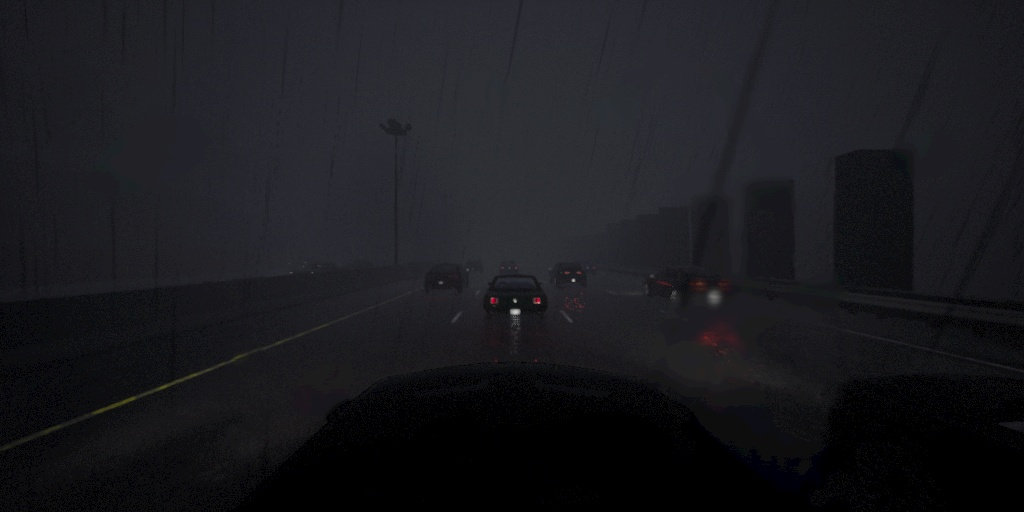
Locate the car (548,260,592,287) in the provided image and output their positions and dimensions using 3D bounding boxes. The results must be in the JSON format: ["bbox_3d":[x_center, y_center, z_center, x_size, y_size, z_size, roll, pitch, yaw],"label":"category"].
[{"bbox_3d":[3.477,1.133,22.962,1.837,1.490,4.892,0,0,-1],"label":"car"}]

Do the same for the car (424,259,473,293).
[{"bbox_3d":[-3.468,1.123,19.794,1.882,1.535,5.008,0,0,-1],"label":"car"}]

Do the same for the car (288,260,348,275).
[{"bbox_3d":[-14.293,1.206,26.427,1.895,1.301,4.718,0,0,-1],"label":"car"}]

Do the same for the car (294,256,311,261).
[{"bbox_3d":[-25.594,0.852,44.338,2.097,1.767,4.553,0,0,-4],"label":"car"}]

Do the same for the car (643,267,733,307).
[{"bbox_3d":[7.082,1.180,14.983,1.837,1.490,4.892,0,0,0],"label":"car"}]

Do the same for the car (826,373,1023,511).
[{"bbox_3d":[3.607,1.246,1.049,2.128,1.511,4.902,0,0,0],"label":"car"}]

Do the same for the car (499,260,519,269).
[{"bbox_3d":[-0.323,1.109,34.466,2.033,1.411,5.357,0,0,-2],"label":"car"}]

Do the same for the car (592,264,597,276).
[{"bbox_3d":[6.676,1.110,34.465,2.033,1.411,5.357,0,0,-2],"label":"car"}]

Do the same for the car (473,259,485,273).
[{"bbox_3d":[-3.971,1.032,38.011,2.128,1.511,4.902,0,0,-2],"label":"car"}]

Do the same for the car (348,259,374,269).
[{"bbox_3d":[-18.519,1.051,43.907,2.033,1.411,5.357,0,0,-4],"label":"car"}]

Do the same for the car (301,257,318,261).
[{"bbox_3d":[-21.856,1.120,41.033,1.895,1.301,4.718,0,0,-3],"label":"car"}]

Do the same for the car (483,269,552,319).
[{"bbox_3d":[0.094,1.289,12.423,1.895,1.301,4.718,0,0,0],"label":"car"}]
